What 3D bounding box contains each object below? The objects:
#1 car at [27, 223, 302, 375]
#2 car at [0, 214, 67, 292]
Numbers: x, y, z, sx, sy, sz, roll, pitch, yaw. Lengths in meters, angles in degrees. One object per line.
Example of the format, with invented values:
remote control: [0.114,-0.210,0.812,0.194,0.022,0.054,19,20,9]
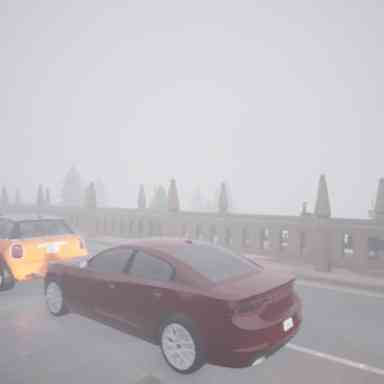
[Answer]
car: [-0.701,1.523,5.794,5.008,1.535,1.882,0,-1,39]
car: [-4.969,1.403,9.426,4.553,1.767,2.097,0,-1,41]
